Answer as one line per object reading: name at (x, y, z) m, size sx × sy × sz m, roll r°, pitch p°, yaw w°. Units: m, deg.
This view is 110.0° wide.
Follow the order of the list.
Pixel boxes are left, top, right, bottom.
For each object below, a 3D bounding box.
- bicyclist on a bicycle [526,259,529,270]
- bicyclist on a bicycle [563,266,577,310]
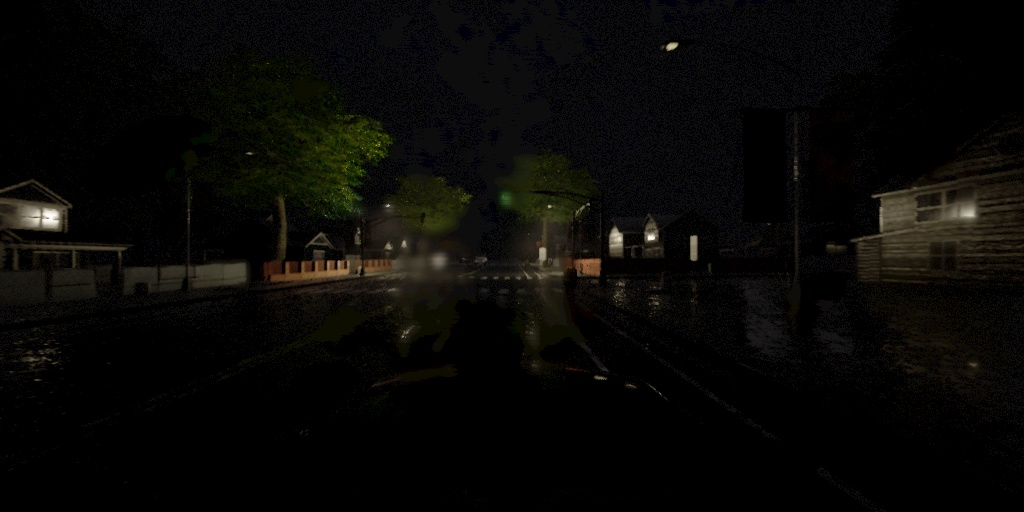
bicyclist on a bicycle at (2.251, 1.287, 51.850) m, size 0.582 × 1.620 × 1.656 m, roll 0°, pitch 0°, yaw 0°
bicyclist on a bicycle at (2.257, 1.227, 13.856) m, size 0.582 × 1.620 × 1.656 m, roll 0°, pitch -1°, yaw 0°
